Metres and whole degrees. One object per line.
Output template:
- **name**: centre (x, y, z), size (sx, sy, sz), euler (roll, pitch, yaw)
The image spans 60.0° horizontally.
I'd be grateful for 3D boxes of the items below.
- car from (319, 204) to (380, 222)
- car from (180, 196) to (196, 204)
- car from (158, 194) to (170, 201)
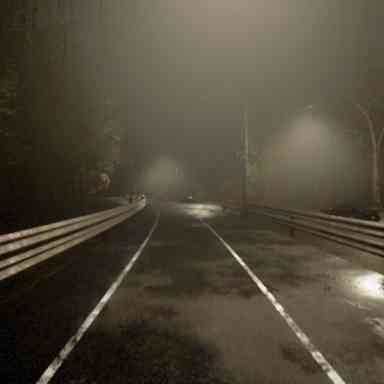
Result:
- **car**: centre (12.053, 1.663, 25.915), size (1.882, 1.535, 5.008), euler (0, 0, -19)
- **car**: centre (-0.754, 1.482, 62.800), size (2.128, 1.511, 4.902), euler (0, 0, -19)
- **car**: centre (-6.795, 1.306, 80.154), size (2.097, 1.767, 4.553), euler (0, 0, -19)
